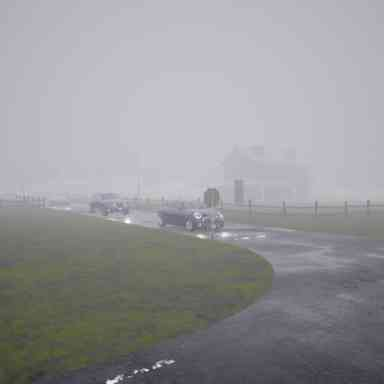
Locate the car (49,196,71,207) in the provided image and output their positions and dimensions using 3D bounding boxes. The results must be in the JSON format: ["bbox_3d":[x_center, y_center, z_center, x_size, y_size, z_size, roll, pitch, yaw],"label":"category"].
[{"bbox_3d":[-17.797,1.208,44.510,1.812,1.442,4.674,0,0,-35],"label":"car"}]

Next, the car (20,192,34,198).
[{"bbox_3d":[-38.649,0.898,78.773,2.128,1.511,4.902,0,0,-35],"label":"car"}]

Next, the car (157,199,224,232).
[{"bbox_3d":[-0.155,1.247,19.583,2.097,1.767,4.553,0,0,-36],"label":"car"}]

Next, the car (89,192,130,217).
[{"bbox_3d":[-7.548,1.031,29.959,2.150,2.045,5.566,0,0,-35],"label":"car"}]
